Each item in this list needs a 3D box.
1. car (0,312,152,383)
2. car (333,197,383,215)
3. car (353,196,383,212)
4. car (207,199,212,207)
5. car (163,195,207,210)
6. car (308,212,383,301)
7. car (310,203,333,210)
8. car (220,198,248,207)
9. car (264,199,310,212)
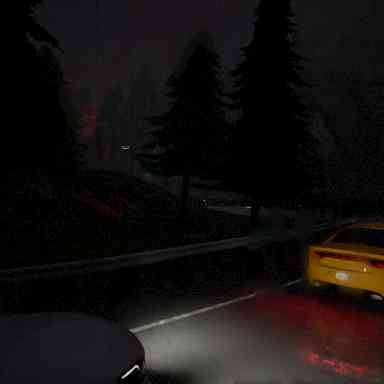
[{"bbox_3d":[-2.523,1.526,2.208,4.674,1.442,1.812,0,0,-36],"label":"car"},{"bbox_3d":[16.109,1.513,30.751,4.892,1.490,1.837,0,0,34],"label":"car"},{"bbox_3d":[21.827,1.356,39.561,4.553,1.767,2.097,0,0,34],"label":"car"},{"bbox_3d":[0.718,1.318,49.782,4.553,1.767,2.097,0,0,35],"label":"car"},{"bbox_3d":[-0.947,1.482,42.432,4.892,1.490,1.837,0,0,34],"label":"car"},{"bbox_3d":[4.749,1.478,8.075,5.008,1.535,1.882,0,0,-42],"label":"car"},{"bbox_3d":[15.216,1.604,39.843,4.718,1.301,1.895,0,0,34],"label":"car"},{"bbox_3d":[6.341,1.548,50.167,4.181,1.385,1.994,0,0,34],"label":"car"},{"bbox_3d":[10.764,1.528,38.649,4.674,1.442,1.812,0,0,34],"label":"car"}]
